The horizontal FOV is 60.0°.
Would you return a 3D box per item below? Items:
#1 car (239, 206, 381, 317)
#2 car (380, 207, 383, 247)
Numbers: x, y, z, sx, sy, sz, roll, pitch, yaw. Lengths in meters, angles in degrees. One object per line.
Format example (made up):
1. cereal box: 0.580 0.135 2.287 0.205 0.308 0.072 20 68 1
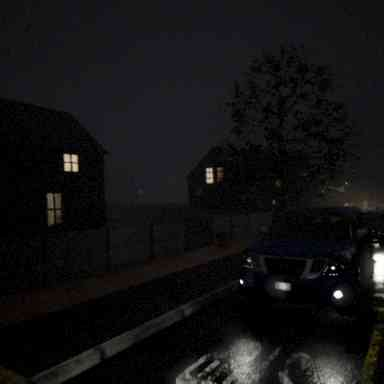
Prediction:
1. car: 3.178 1.397 8.384 2.150 2.045 5.566 -2 -2 34
2. car: 8.873 1.769 16.964 1.882 1.535 5.008 -2 -2 34
